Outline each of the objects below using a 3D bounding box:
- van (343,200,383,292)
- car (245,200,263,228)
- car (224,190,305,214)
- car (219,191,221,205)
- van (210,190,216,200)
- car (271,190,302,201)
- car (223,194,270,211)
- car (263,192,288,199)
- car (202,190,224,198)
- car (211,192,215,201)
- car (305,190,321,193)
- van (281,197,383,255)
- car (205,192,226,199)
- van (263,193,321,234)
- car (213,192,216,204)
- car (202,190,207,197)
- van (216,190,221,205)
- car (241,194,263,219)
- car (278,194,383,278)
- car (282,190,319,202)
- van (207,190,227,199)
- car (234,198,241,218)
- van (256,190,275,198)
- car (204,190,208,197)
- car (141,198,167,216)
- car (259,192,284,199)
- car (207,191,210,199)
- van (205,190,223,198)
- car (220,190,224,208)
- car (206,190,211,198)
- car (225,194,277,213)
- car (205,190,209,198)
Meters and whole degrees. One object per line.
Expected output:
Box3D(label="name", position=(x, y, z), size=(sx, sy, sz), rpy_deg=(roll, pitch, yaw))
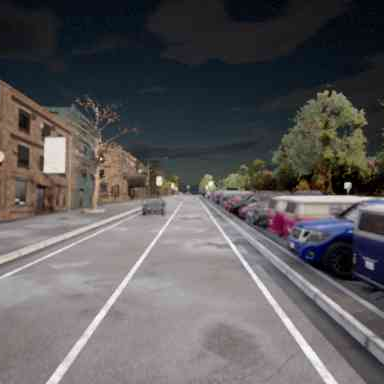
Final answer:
Box3D(label="van", position=(5.810, 1.242, 6.835), size=(4.442, 1.987, 1.878), rpy_deg=(0, 0, 0))
Box3D(label="car", position=(5.665, 1.360, 18.048), size=(4.892, 1.521, 2.231), rpy_deg=(0, 1, 0))
Box3D(label="car", position=(5.626, 1.027, 26.455), size=(5.566, 2.045, 2.435), rpy_deg=(0, 1, 0))
Box3D(label="car", position=(5.663, 1.044, 37.669), size=(4.553, 1.767, 2.185), rpy_deg=(0, 1, 0))
Box3D(label="van", position=(5.488, 0.808, 51.683), size=(4.442, 1.987, 1.878), rpy_deg=(0, 1, 0))
Box3D(label="car", position=(18.628, 0.658, 65.895), size=(5.566, 2.045, 2.435), rpy_deg=(0, 0, 0))
Box3D(label="car", position=(5.606, 1.071, 34.866), size=(4.553, 1.767, 2.185), rpy_deg=(0, 1, 0))
Box3D(label="car", position=(18.634, 0.853, 74.250), size=(5.008, 1.535, 2.097), rpy_deg=(0, 0, 0))
Box3D(label="car", position=(5.569, 0.513, 88.122), size=(5.566, 2.045, 2.435), rpy_deg=(0, 0, 0))
Box3D(label="car", position=(5.581, 1.090, 48.883), size=(4.792, 1.488, 2.163), rpy_deg=(0, 1, 0))
Box3D(label="car", position=(18.649, 0.754, 54.878), size=(5.566, 2.045, 2.435), rpy_deg=(0, 1, 0))
Box3D(label="van", position=(5.799, 1.188, 12.440), size=(4.442, 1.987, 1.878), rpy_deg=(0, 1, 0))
Box3D(label="car", position=(5.544, 0.816, 79.714), size=(4.892, 1.521, 2.231), rpy_deg=(0, 0, 0))
Box3D(label="van", position=(5.793, 1.161, 15.243), size=(4.442, 1.987, 1.878), rpy_deg=(0, 1, 0))
Box3D(label="car", position=(5.616, 1.115, 43.276), size=(5.008, 1.535, 2.097), rpy_deg=(0, 1, 0))
Box3D(label="car", position=(5.594, 0.618, 71.303), size=(5.566, 2.045, 2.435), rpy_deg=(0, 0, 0))
Box3D(label="van", position=(5.510, 0.916, 40.471), size=(4.442, 1.987, 1.878), rpy_deg=(0, 1, 0))
Box3D(label="car", position=(5.697, 1.207, 20.850), size=(4.553, 1.767, 2.185), rpy_deg=(0, 1, 0))
Box3D(label="car", position=(5.659, 1.190, 9.635), size=(5.566, 2.045, 2.435), rpy_deg=(0, 1, 0))
Box3D(label="car", position=(18.643, 0.728, 57.540), size=(5.566, 2.045, 2.435), rpy_deg=(0, 1, 0))
Box3D(label="van", position=(5.671, 0.608, 76.911), size=(4.442, 1.987, 1.878), rpy_deg=(0, 0, 0))
Box3D(label="car", position=(5.657, 1.345, 23.655), size=(4.674, 1.452, 2.002), rpy_deg=(0, 1, 0))
Box3D(label="van", position=(18.738, 0.555, 85.392), size=(4.442, 1.987, 1.878), rpy_deg=(0, 0, 0))
Box3D(label="car", position=(5.567, 0.889, 68.497), size=(4.892, 1.521, 2.231), rpy_deg=(0, 0, 0))
Box3D(label="car", position=(-3.268, 1.277, 29.487), size=(1.837, 1.490, 4.892), rpy_deg=(0, 0, 0))
Box3D(label="car", position=(18.449, 0.832, 77.036), size=(5.366, 1.575, 1.946), rpy_deg=(0, 0, 0))
Box3D(label="car", position=(5.779, 0.976, 57.293), size=(5.366, 1.575, 1.946), rpy_deg=(0, 1, 0))
Box3D(label="van", position=(5.430, 0.571, 82.517), size=(4.442, 1.987, 1.878), rpy_deg=(0, 0, 0))
Box3D(label="car", position=(5.620, 0.999, 29.258), size=(5.566, 2.045, 2.435), rpy_deg=(0, 1, 0))
Box3D(label="car", position=(5.583, 0.953, 60.092), size=(5.008, 1.535, 2.097), rpy_deg=(0, 1, 0))
Box3D(label="car", position=(5.612, 1.098, 32.063), size=(4.553, 1.767, 2.185), rpy_deg=(0, 1, 0))
Box3D(label="car", position=(5.548, 0.938, 65.700), size=(4.792, 1.488, 2.163), rpy_deg=(0, 0, 0))
